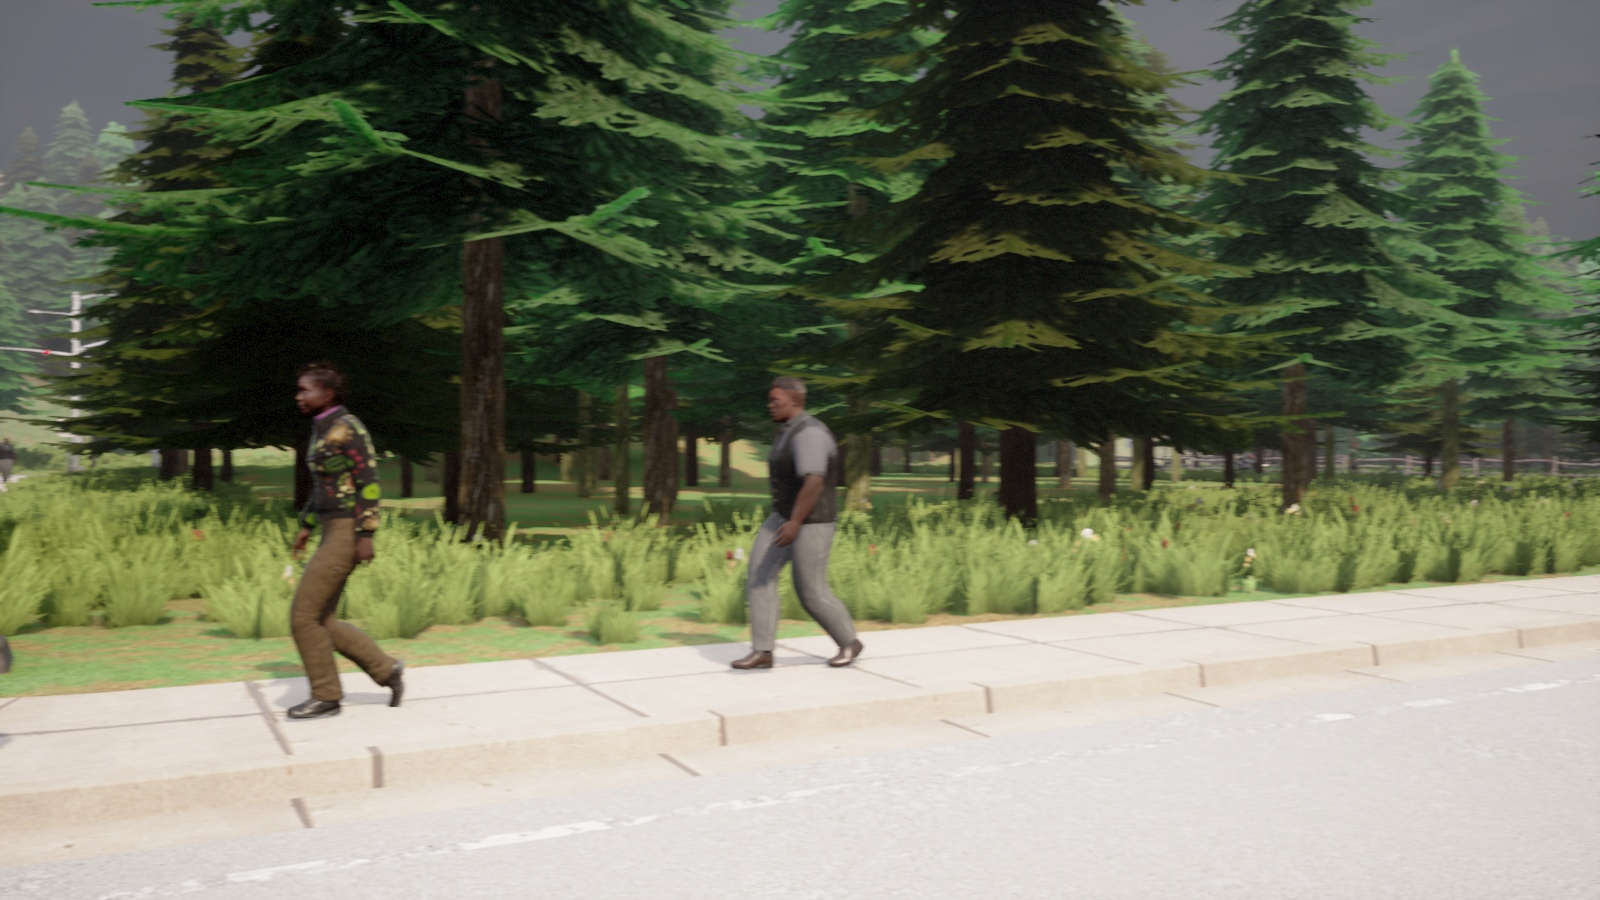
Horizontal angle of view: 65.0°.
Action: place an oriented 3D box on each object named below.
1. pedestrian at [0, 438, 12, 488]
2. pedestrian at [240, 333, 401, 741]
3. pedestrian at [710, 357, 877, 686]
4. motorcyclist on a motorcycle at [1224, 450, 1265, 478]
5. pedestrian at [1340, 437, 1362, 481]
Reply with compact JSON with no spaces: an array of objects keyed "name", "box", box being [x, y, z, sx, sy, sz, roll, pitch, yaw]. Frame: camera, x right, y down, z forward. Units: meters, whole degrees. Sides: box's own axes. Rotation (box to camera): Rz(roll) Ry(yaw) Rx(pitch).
[{"name":"pedestrian","box":[-30.110,0.483,47.376,0.563,1.883,0.849,0,0,-37]},{"name":"pedestrian","box":[-2.398,0.411,6.278,0.692,1.930,0.395,0,0,-30]},{"name":"pedestrian","box":[-0.043,0.408,7.615,0.849,1.883,0.563,0,0,-25]},{"name":"motorcyclist on a motorcycle","box":[25.149,0.782,71.037,0.866,1.530,2.191,0,0,-28]},{"name":"pedestrian","box":[24.611,0.394,56.084,0.423,1.949,0.788,0,0,-30]}]
